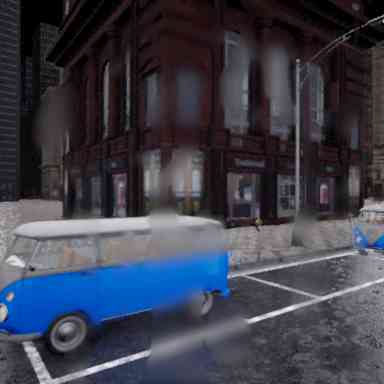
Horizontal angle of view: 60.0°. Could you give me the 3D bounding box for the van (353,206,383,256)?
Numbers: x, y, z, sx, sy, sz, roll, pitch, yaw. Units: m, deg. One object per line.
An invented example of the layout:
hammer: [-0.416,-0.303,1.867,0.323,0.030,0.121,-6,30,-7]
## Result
van: [7.440,1.383,11.952,3.998,1.788,1.690,0,0,-35]

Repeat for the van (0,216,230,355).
van: [-1.191,1.349,5.797,3.998,1.788,1.690,0,0,-35]
